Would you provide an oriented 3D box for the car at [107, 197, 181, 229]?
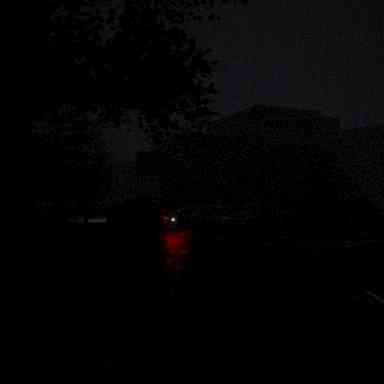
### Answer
[{"bbox_3d":[-2.708,1.051,18.064,4.892,1.490,1.837,2,-1,43],"label":"car"}]
